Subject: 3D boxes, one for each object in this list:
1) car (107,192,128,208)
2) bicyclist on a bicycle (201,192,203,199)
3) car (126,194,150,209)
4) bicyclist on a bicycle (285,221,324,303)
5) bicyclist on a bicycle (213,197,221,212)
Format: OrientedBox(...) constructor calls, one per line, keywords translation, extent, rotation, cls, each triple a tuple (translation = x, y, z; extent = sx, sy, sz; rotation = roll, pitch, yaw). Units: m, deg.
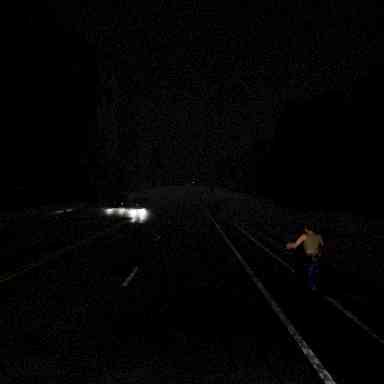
OrientedBox(translation=(-9.791, 1.023, 44.974), extent=(2.150, 2.045, 5.566), rotation=(0, 0, 1), cls="car")
OrientedBox(translation=(2.331, 0.886, 75.861), extent=(0.582, 1.620, 1.656), rotation=(0, 1, -1), cls="bicyclist on a bicycle")
OrientedBox(translation=(-6.557, 1.314, 42.311), extent=(2.128, 1.511, 4.902), rotation=(0, 0, 0), cls="car")
OrientedBox(translation=(2.512, 1.430, 7.212), extent=(0.866, 1.612, 1.509), rotation=(0, 0, 0), cls="bicyclist on a bicycle")
OrientedBox(translation=(2.623, 1.314, 34.825), extent=(0.866, 1.612, 1.509), rotation=(0, 1, -4), cls="bicyclist on a bicycle")
